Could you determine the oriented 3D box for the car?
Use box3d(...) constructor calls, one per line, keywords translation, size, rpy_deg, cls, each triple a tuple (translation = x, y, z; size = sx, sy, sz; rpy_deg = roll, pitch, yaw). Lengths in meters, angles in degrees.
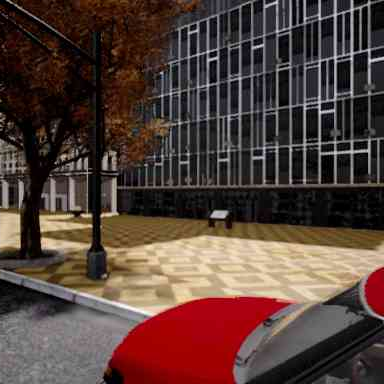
box3d(translation=(1.620, 1.316, 1.721), size=(5.009, 1.841, 2.192), rpy_deg=(0, 0, 36), cls="car")
